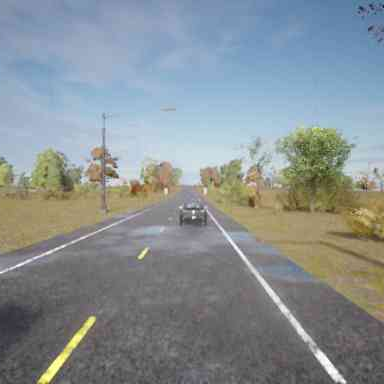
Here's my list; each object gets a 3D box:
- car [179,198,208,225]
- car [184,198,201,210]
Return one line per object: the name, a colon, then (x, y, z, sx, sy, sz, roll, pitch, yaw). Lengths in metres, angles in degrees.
car: (0.102, 1.424, 23.565, 2.128, 1.511, 4.902, 0, 0, 0)
car: (0.108, 1.437, 41.422, 1.994, 1.385, 4.181, 0, 0, 0)
